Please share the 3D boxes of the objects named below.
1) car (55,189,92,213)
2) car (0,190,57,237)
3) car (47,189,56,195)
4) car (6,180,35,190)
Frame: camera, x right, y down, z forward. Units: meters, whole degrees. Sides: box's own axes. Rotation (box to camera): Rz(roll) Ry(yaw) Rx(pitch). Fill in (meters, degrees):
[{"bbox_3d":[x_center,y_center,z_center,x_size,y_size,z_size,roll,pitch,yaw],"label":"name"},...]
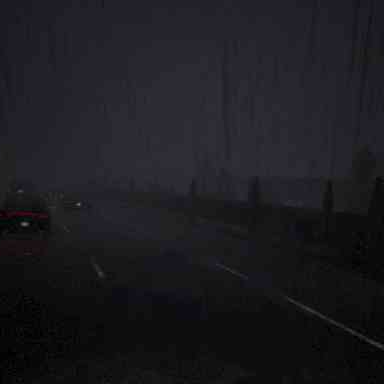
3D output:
[{"bbox_3d":[-8.840,0.762,25.032,1.994,1.385,4.181,3,1,-28],"label":"car"},{"bbox_3d":[-7.069,0.903,14.079,1.882,1.535,5.008,3,1,-27],"label":"car"},{"bbox_3d":[-15.650,0.266,37.741,1.895,1.301,4.718,3,1,-28],"label":"car"},{"bbox_3d":[-15.873,-0.046,30.788,2.150,2.045,5.566,3,1,-28],"label":"car"}]
